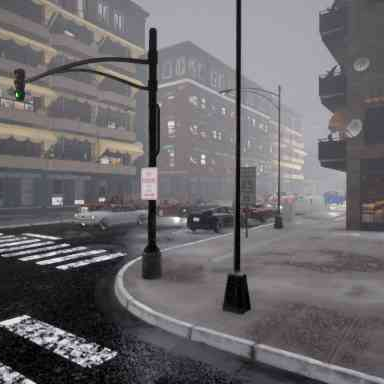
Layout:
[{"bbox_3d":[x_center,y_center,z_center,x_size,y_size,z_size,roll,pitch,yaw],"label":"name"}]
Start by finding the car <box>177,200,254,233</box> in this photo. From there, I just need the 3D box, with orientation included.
[{"bbox_3d":[1.409,1.348,17.961,1.947,1.339,4.313,2,2,35],"label":"car"}]

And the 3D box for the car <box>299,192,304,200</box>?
[{"bbox_3d":[17.012,0.719,54.707,1.947,1.339,4.313,2,2,35],"label":"car"}]

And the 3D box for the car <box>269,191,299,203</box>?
[{"bbox_3d":[11.502,0.717,42.328,2.097,1.767,4.553,1,1,36],"label":"car"}]

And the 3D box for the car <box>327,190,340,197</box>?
[{"bbox_3d":[33.038,0.335,77.488,1.802,1.307,4.206,2,2,35],"label":"car"}]

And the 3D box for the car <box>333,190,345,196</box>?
[{"bbox_3d":[36.243,0.255,82.044,1.802,1.307,4.206,2,2,35],"label":"car"}]

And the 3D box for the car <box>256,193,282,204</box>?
[{"bbox_3d":[10.603,0.880,45.594,1.947,1.339,4.313,2,2,35],"label":"car"}]

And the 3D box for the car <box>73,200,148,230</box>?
[{"bbox_3d":[-4.549,1.368,19.565,1.895,1.301,4.718,1,1,35],"label":"car"}]

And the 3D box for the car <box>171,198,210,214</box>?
[{"bbox_3d":[0.545,1.203,26.830,1.994,1.385,4.181,1,1,34],"label":"car"}]

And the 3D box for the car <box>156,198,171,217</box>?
[{"bbox_3d":[-2.217,1.180,27.370,1.887,1.381,4.507,2,2,35],"label":"car"}]

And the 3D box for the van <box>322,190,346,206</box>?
[{"bbox_3d":[17.437,0.721,40.737,1.690,1.788,3.998,2,2,35],"label":"van"}]

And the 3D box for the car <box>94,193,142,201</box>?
[{"bbox_3d":[-5.420,1.031,22.808,2.192,1.841,5.009,2,2,35],"label":"car"}]

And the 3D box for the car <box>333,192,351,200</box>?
[{"bbox_3d":[25.884,0.695,57.272,1.895,1.301,4.718,1,1,35],"label":"car"}]

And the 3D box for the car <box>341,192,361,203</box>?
[{"bbox_3d":[23.844,0.763,49.853,1.887,1.381,4.507,2,2,35],"label":"car"}]

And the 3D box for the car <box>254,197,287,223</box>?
[{"bbox_3d":[4.614,1.283,22.517,1.802,1.307,4.206,2,2,35],"label":"car"}]

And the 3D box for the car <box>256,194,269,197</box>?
[{"bbox_3d":[5.797,1.012,34.267,1.837,1.490,4.892,1,1,35],"label":"car"}]

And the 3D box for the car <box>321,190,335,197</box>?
[{"bbox_3d":[29.833,0.378,72.931,1.887,1.381,4.507,2,2,35],"label":"car"}]
